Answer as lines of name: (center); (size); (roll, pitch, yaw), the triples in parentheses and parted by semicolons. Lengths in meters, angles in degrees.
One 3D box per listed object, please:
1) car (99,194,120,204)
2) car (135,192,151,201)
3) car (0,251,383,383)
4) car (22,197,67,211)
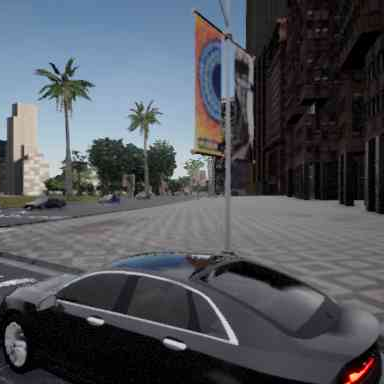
car: (-12.706, 1.115, 51.492); (1.812, 1.442, 4.674); (0, 0, 12)
car: (-9.748, 0.775, 66.677); (2.097, 1.767, 4.553); (0, 1, 10)
car: (-0.447, 1.499, 4.031); (4.892, 1.490, 1.837); (0, 0, 34)
car: (-16.102, 1.279, 36.772); (2.033, 1.411, 5.357); (0, 1, 14)
